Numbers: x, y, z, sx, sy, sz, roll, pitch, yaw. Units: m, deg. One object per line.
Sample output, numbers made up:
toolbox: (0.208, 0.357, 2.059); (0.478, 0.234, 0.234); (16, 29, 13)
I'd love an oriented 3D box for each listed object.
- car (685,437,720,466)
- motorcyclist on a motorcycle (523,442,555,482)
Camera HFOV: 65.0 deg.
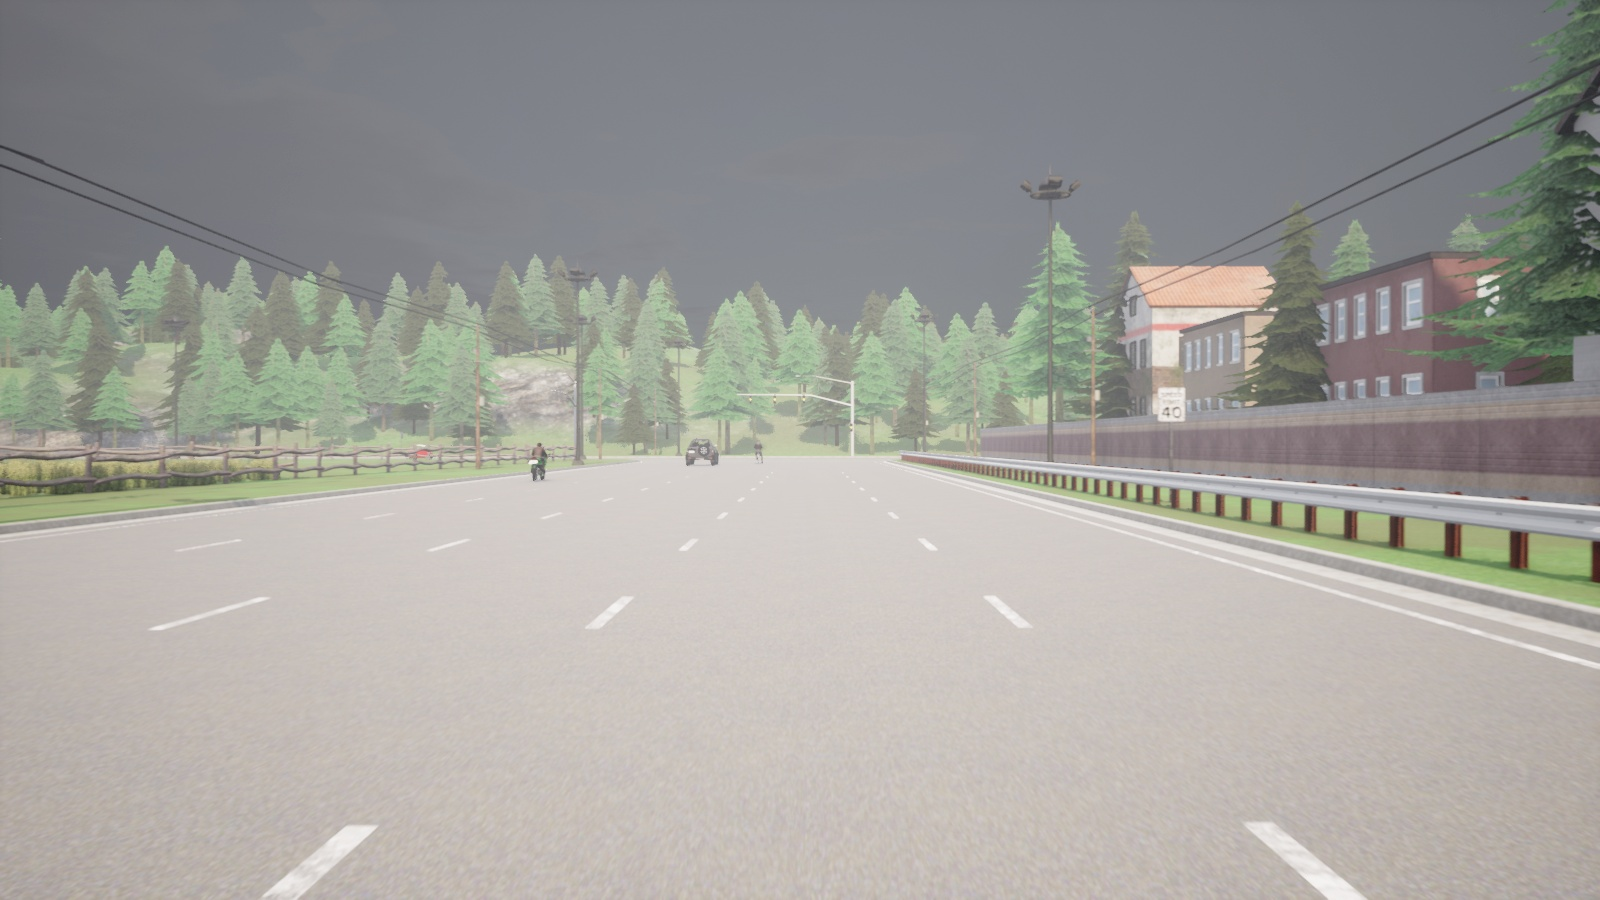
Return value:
car: (-6.505, 0.084, 84.024); (1.932, 1.855, 4.605); (0, 0, 0)
motorcyclist on a motorcycle: (-10.204, 0.443, 49.130); (0.797, 1.523, 2.044); (0, 0, 0)
